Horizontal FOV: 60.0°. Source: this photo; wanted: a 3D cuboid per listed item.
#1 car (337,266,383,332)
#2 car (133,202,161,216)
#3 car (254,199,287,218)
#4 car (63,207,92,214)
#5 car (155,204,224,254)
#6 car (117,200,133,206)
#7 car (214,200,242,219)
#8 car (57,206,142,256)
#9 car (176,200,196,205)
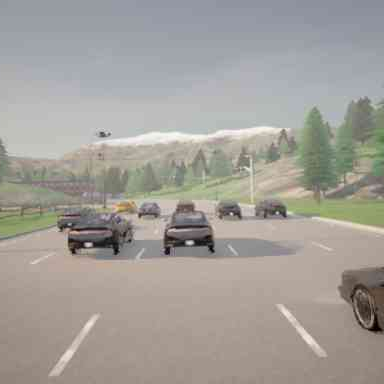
[{"bbox_3d":[3.612,1.443,3.600,2.033,1.411,5.357,-2,0,-1],"label":"car"},{"bbox_3d":[-4.082,1.702,32.300,2.033,1.411,5.357,-2,0,-1],"label":"car"},{"bbox_3d":[6.519,1.341,28.004,1.837,1.490,4.892,-2,1,-1],"label":"car"},{"bbox_3d":[-7.340,1.733,22.224,2.128,1.511,4.902,-2,0,-1],"label":"car"},{"bbox_3d":[-0.139,1.510,13.690,2.128,1.511,4.902,-2,0,-1],"label":"car"},{"bbox_3d":[-7.781,1.751,40.007,1.882,1.535,5.008,-2,-1,-2],"label":"car"},{"bbox_3d":[3.011,1.446,28.353,1.837,1.490,4.892,-2,1,-1],"label":"car"},{"bbox_3d":[-3.646,1.616,13.966,2.128,1.511,4.902,-2,0,-1],"label":"car"},{"bbox_3d":[-0.629,1.531,34.037,1.882,1.535,5.008,-2,0,-1],"label":"car"}]
